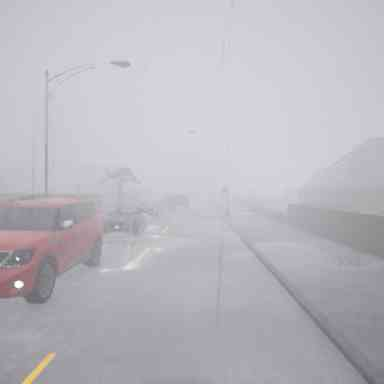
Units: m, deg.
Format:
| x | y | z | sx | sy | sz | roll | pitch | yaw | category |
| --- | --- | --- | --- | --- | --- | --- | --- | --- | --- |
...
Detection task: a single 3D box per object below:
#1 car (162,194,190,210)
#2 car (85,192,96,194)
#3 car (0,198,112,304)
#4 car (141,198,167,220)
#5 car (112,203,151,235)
| x | y | z | sx | sy | sz | roll | pitch | yaw | category |
| --- | --- | --- | --- | --- | --- | --- | --- | --- | --- |
| -2.506 | 1.233 | 43.480 | 2.150 | 2.045 | 5.566 | 1 | 0 | -37 | car |
| -18.513 | 0.911 | 58.838 | 1.905 | 1.878 | 3.866 | 0 | 0 | 36 | car |
| -3.926 | 1.204 | 8.463 | 2.150 | 2.045 | 5.566 | 0 | 0 | 1 | car |
| -3.439 | 1.395 | 27.087 | 1.895 | 1.301 | 4.718 | 0 | 0 | 1 | car |
| -3.706 | 1.552 | 18.476 | 1.994 | 1.385 | 4.181 | 0 | 0 | 1 | car |
